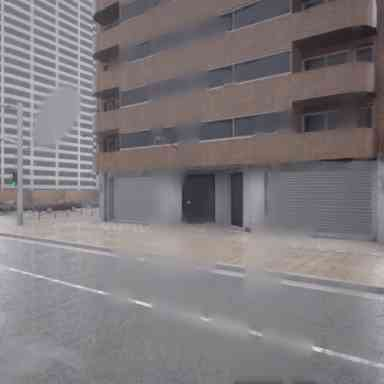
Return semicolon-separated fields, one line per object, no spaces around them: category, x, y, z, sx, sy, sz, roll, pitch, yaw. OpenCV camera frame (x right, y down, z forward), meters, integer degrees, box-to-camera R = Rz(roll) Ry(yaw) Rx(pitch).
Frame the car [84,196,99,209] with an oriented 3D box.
car;-13.825;1.564;45.600;1.994;1.385;4.181;0;0;35

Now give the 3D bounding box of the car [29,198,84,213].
car;-15.148;1.478;37.560;1.882;1.535;5.008;0;0;35

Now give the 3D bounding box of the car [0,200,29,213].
car;-19.519;1.547;37.400;2.033;1.411;5.357;0;0;35
